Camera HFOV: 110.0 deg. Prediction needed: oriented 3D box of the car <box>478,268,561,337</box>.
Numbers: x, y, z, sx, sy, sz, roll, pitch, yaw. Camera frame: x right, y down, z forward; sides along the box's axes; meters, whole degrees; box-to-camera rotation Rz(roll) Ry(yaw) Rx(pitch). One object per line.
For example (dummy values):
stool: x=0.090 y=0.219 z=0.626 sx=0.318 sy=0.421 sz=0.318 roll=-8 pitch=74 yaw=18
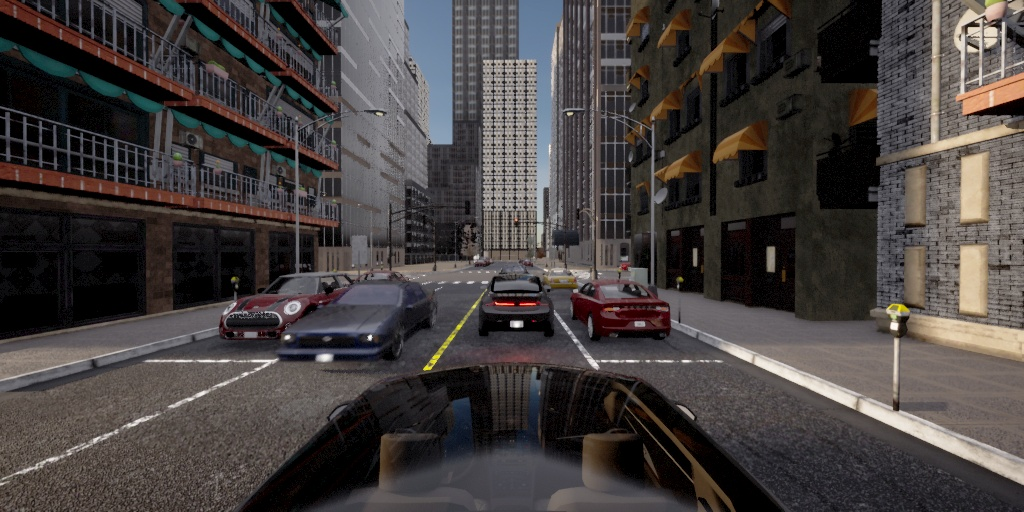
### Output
car: x=0.108 y=1.253 z=10.323 sx=1.837 sy=1.490 sz=4.892 roll=0 pitch=0 yaw=0

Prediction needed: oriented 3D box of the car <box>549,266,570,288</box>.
car: x=2.709 y=1.272 z=20.988 sx=1.751 sy=1.417 sz=4.829 roll=0 pitch=0 yaw=0

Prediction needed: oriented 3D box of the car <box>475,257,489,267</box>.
car: x=-5.627 y=1.291 z=64.354 sx=1.888 sy=1.381 sz=4.507 roll=0 pitch=0 yaw=0

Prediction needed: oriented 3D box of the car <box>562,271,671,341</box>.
car: x=2.698 y=1.294 z=9.771 sx=1.888 sy=1.381 sz=4.507 roll=0 pitch=0 yaw=0

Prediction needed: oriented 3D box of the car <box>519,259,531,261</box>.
car: x=2.753 y=1.185 z=64.344 sx=1.967 sy=1.591 sz=4.097 roll=0 pitch=0 yaw=0

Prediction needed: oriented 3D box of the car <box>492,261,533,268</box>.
car: x=0.118 y=1.239 z=20.456 sx=2.128 sy=1.511 sz=4.902 roll=0 pitch=0 yaw=0

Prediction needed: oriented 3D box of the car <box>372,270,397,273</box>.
car: x=-5.678 y=1.293 z=15.317 sx=1.888 sy=1.381 sz=4.507 roll=0 pitch=0 yaw=0

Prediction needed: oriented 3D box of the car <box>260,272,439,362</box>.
car: x=-3.085 y=1.296 z=8.576 sx=2.033 sy=1.411 sz=5.357 roll=0 pitch=0 yaw=0

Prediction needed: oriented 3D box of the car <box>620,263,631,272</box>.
car: x=14.301 y=1.005 z=39.948 sx=4.507 sy=1.381 sz=1.888 roll=0 pitch=0 yaw=0

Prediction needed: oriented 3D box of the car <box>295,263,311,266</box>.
car: x=-23.796 y=1.494 z=39.666 sx=4.097 sy=1.591 sz=1.967 roll=0 pitch=0 yaw=0

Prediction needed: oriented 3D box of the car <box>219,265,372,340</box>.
car: x=-5.684 y=1.188 z=9.793 sx=1.967 sy=1.591 sz=4.097 roll=0 pitch=0 yaw=0
